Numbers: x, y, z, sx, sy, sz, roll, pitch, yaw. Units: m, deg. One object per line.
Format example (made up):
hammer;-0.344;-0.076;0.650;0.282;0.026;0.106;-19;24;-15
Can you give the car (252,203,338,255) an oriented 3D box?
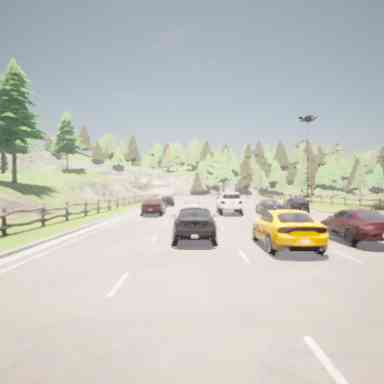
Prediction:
car;3.607;1.400;13.053;1.882;1.535;5.008;0;0;0

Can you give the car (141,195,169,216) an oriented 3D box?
car;-3.464;1.299;30.393;1.882;1.535;5.008;0;1;0

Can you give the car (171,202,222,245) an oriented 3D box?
car;0.107;1.417;15.036;1.837;1.490;4.892;0;0;0

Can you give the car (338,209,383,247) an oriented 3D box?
car;7.106;1.441;14.439;1.812;1.442;4.674;0;0;0

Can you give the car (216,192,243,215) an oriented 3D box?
car;3.553;1.036;31.957;2.150;2.045;5.566;0;1;1

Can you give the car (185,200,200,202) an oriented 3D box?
car;0.056;1.411;32.336;1.895;1.301;4.718;0;0;1

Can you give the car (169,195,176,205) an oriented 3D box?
car;-3.406;1.230;47.282;1.837;1.490;4.892;0;1;0

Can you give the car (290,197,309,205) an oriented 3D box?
car;10.575;1.305;34.217;1.837;1.490;4.892;0;1;0

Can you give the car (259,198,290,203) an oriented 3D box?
car;7.039;1.368;30.537;2.033;1.411;5.357;0;0;1
